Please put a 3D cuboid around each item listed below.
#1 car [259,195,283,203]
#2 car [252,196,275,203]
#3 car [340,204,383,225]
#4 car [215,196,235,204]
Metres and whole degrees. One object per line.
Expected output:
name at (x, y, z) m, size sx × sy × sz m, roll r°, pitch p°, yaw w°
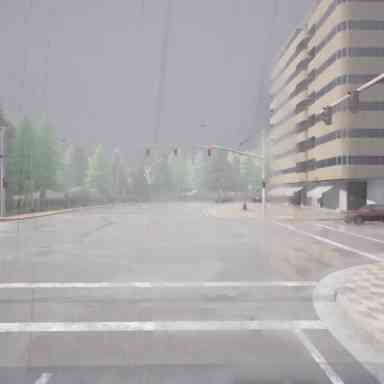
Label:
car at (17.586, 1.525, 73.664) m, size 4.902 × 1.511 × 2.128 m, roll 0°, pitch 0°, yaw -23°
car at (14.269, 1.525, 67.786) m, size 4.674 × 1.442 × 1.812 m, roll 0°, pitch 0°, yaw -34°
car at (13.191, 1.581, 24.039) m, size 4.674 × 1.442 × 1.812 m, roll 0°, pitch 0°, yaw -1°
car at (6.511, 1.488, 65.316) m, size 2.128 × 1.511 × 4.902 m, roll 0°, pitch 0°, yaw 43°
